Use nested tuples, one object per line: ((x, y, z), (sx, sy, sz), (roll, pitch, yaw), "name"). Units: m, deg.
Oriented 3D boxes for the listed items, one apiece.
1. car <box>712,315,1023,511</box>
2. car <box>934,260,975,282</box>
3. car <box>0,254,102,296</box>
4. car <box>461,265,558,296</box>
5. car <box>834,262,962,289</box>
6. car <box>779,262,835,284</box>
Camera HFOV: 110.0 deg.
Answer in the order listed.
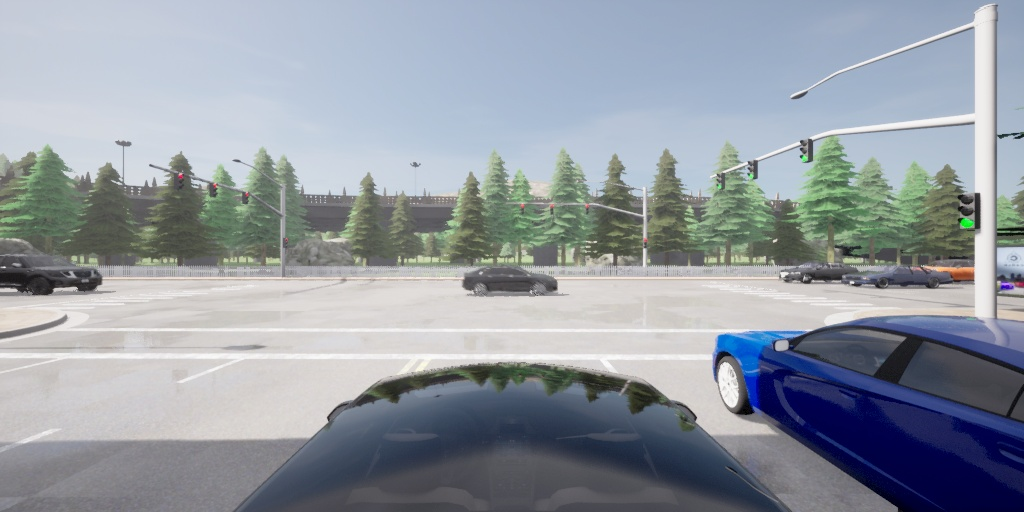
((3.641, 1.228, 2.945), (1.882, 1.535, 5.008), (0, 0, 2), "car")
((30.849, 1.047, 25.355), (4.553, 1.767, 2.097), (0, 0, 2), "car")
((-24.641, 0.916, 18.372), (5.566, 2.045, 2.150), (0, 0, 0), "car")
((-0.128, 1.226, 18.356), (4.892, 1.490, 1.837), (0, 0, 0), "car")
((23.565, 1.242, 22.024), (5.357, 1.411, 2.033), (0, 0, 0), "car")
((21.757, 1.186, 25.510), (4.902, 1.511, 2.128), (0, 0, 0), "car")
